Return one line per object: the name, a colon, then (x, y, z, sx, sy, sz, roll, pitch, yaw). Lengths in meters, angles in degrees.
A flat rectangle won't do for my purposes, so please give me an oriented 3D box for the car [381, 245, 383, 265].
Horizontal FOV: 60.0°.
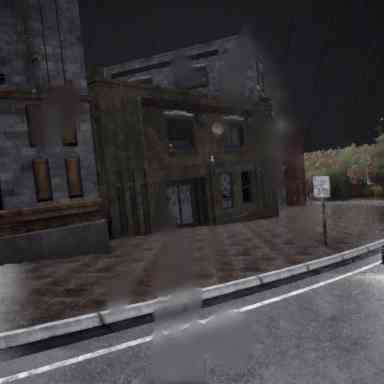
car: (7.111, 1.410, 9.609, 4.181, 1.385, 1.994, -2, 1, -43)
